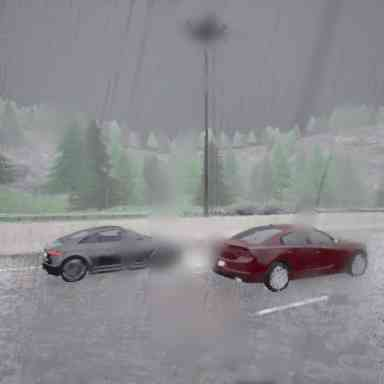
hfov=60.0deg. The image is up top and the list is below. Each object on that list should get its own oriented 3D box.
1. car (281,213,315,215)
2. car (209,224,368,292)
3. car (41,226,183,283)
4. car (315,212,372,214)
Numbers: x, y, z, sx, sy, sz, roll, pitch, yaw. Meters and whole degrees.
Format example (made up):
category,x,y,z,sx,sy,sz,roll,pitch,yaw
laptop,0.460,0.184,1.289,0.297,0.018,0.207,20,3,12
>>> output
category,x,y,z,sx,sy,sz,roll,pitch,yaw
car,10.348,2.122,33.183,4.892,1.490,1.837,1,-1,-25
car,2.869,1.656,9.458,5.008,1.535,1.882,1,-2,-29
car,-2.389,1.749,10.331,4.181,1.385,1.994,1,-1,-31
car,14.606,2.138,31.331,5.357,1.411,2.033,1,-1,-24
